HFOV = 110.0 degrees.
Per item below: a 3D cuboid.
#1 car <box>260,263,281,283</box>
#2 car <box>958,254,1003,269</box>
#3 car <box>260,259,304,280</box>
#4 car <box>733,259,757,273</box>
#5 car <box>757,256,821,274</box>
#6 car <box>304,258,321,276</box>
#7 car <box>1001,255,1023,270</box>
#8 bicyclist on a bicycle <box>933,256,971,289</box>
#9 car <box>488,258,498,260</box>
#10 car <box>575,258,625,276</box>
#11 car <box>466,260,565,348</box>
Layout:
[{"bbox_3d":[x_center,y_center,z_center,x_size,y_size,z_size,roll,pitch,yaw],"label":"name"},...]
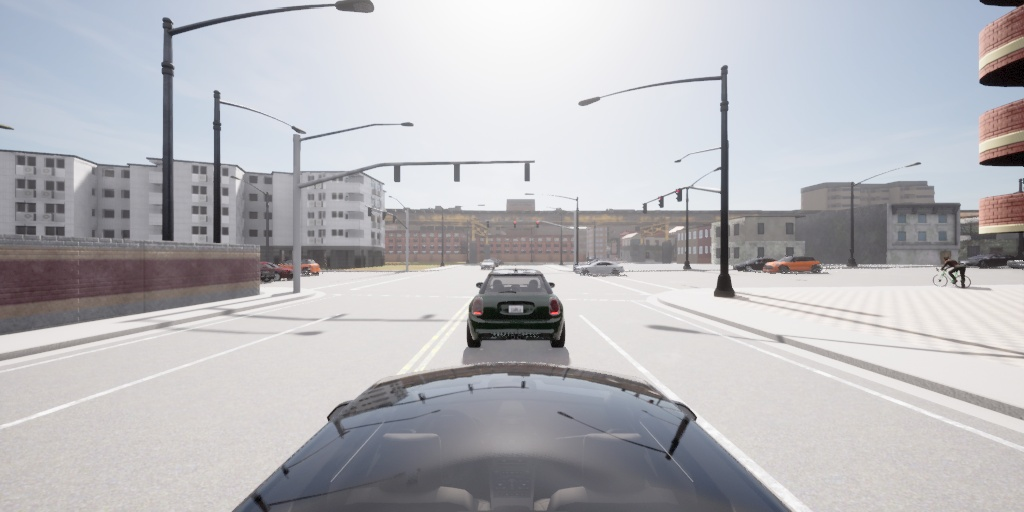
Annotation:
[{"bbox_3d":[-19.820,1.351,25.855,4.718,1.301,1.895,0,0,1],"label":"car"},{"bbox_3d":[50.262,0.564,37.850,4.902,1.511,2.128,-1,0,2],"label":"car"},{"bbox_3d":[-20.271,1.228,29.325,5.008,1.535,1.882,0,0,1],"label":"car"},{"bbox_3d":[26.379,0.995,38.436,4.892,1.490,1.837,-1,0,2],"label":"car"},{"bbox_3d":[27.176,0.829,34.917,4.553,1.767,2.097,-1,0,1],"label":"car"},{"bbox_3d":[-22.175,1.102,36.576,4.553,1.767,2.097,0,0,0],"label":"car"},{"bbox_3d":[50.831,0.660,34.330,4.718,1.301,1.895,-1,0,2],"label":"car"},{"bbox_3d":[22.671,0.844,18.521,0.582,1.620,1.656,-1,0,1],"label":"bicyclist on a bicycle"},{"bbox_3d":[-3.527,1.276,52.867,1.812,1.442,4.674,0,0,0],"label":"car"},{"bbox_3d":[8.657,1.222,35.348,4.674,1.442,1.812,0,0,2],"label":"car"},{"bbox_3d":[0.091,1.102,9.431,2.097,1.767,4.553,0,0,0],"label":"car"}]
